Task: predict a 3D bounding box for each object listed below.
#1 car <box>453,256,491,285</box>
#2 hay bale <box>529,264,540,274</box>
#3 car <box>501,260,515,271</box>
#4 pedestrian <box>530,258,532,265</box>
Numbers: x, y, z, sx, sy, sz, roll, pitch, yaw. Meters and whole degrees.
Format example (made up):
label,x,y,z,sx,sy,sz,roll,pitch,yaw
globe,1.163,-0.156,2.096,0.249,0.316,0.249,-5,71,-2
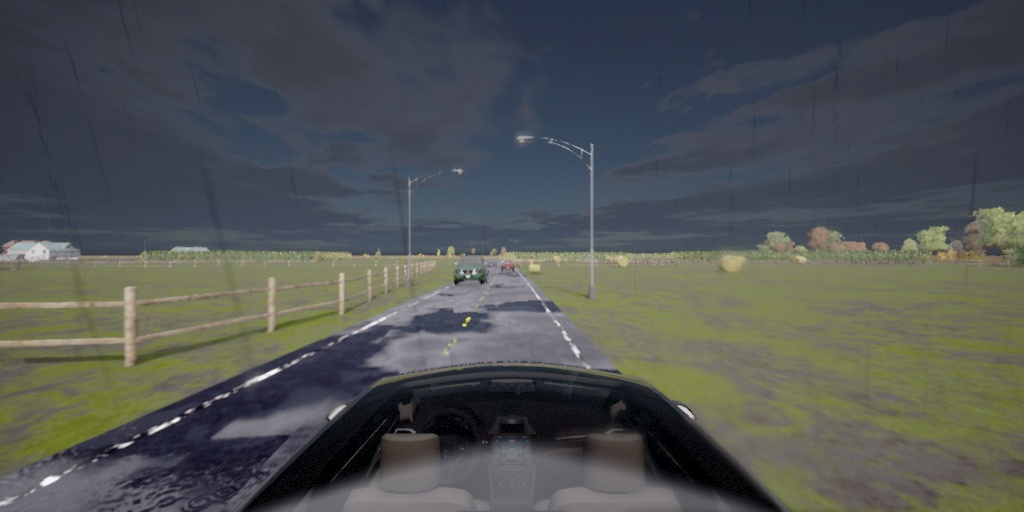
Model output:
label,x,y,z,sx,sy,sz,roll,pitch,yaw
car,-3.020,1.046,27.050,2.150,2.045,5.566,0,0,-1
hay bale,2.695,1.514,43.198,1.220,1.180,1.240,0,0,-1
car,-0.599,1.403,51.396,1.812,1.442,4.674,0,0,-1
pedestrian,2.371,1.156,44.361,0.375,1.860,0.375,0,0,1
